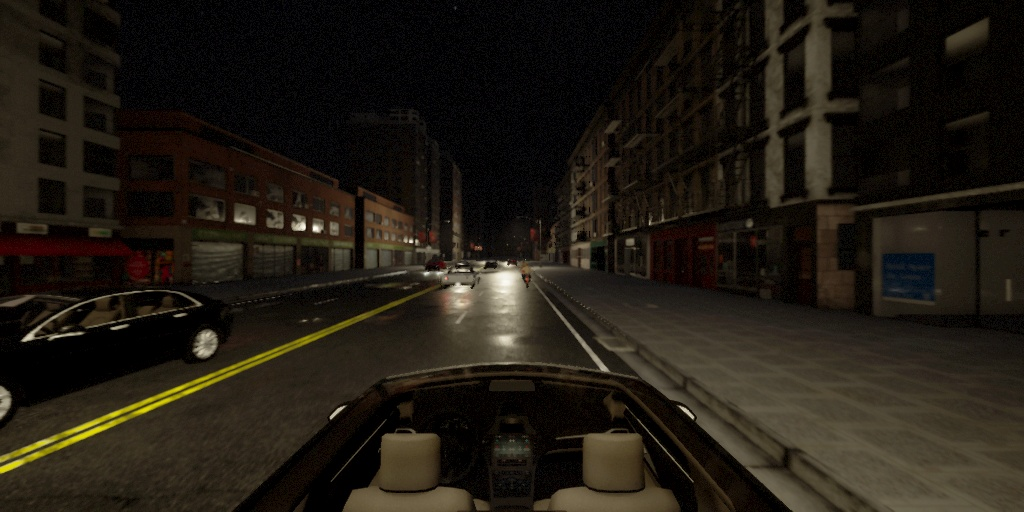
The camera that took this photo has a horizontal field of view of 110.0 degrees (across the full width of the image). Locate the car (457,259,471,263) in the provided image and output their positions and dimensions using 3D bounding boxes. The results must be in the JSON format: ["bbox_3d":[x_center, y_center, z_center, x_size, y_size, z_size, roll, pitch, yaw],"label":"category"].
[{"bbox_3d":[-6.570,1.244,48.973,2.033,1.411,5.357,0,0,0],"label":"car"}]

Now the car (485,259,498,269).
[{"bbox_3d":[-3.151,1.233,54.915,2.033,1.411,5.357,0,0,0],"label":"car"}]

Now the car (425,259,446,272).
[{"bbox_3d":[-9.833,1.179,46.387,1.882,1.535,5.008,0,0,0],"label":"car"}]

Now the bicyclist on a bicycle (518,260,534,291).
[{"bbox_3d":[0.864,1.171,20.542,0.866,1.612,1.509,0,0,0],"label":"bicyclist on a bicycle"}]

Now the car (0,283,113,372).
[{"bbox_3d":[-9.849,1.294,5.247,2.033,1.411,5.357,0,0,0],"label":"car"}]

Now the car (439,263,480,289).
[{"bbox_3d":[-3.150,1.333,23.098,1.895,1.301,4.718,0,0,0],"label":"car"}]

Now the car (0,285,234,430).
[{"bbox_3d":[-6.601,1.252,5.297,1.837,1.490,4.892,0,0,0],"label":"car"}]
